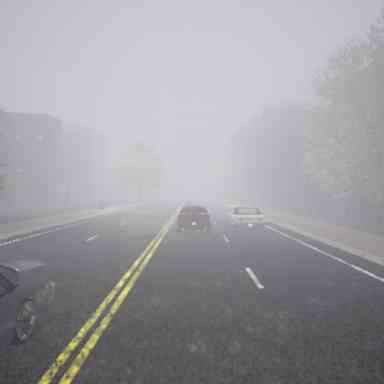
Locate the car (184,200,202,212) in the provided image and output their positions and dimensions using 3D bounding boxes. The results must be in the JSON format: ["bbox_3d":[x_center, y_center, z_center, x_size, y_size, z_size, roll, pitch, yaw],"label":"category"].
[{"bbox_3d":[0.105,1.593,39.185,1.895,1.301,4.718,0,0,0],"label":"car"}]

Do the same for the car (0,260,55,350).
[{"bbox_3d":[-3.349,1.547,3.620,2.033,1.411,5.357,0,0,0],"label":"car"}]

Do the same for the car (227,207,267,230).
[{"bbox_3d":[3.354,1.599,21.314,1.895,1.301,4.718,0,0,0],"label":"car"}]

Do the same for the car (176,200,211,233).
[{"bbox_3d":[0.102,1.476,19.648,1.882,1.535,5.008,0,0,0],"label":"car"}]
